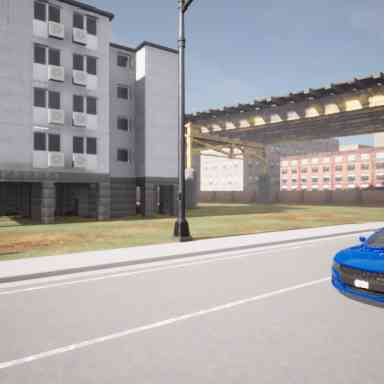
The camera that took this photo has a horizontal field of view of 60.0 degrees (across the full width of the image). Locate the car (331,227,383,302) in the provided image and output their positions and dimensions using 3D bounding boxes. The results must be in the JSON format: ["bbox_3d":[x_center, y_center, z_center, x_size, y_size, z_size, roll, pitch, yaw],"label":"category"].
[{"bbox_3d":[5.265,1.477,7.779,5.008,1.535,1.882,0,0,-35],"label":"car"}]
